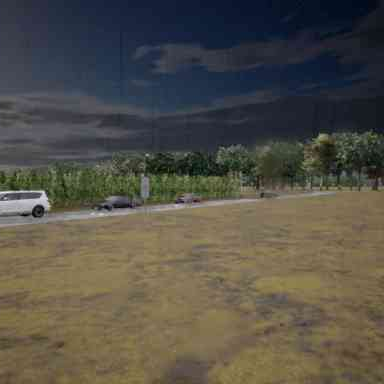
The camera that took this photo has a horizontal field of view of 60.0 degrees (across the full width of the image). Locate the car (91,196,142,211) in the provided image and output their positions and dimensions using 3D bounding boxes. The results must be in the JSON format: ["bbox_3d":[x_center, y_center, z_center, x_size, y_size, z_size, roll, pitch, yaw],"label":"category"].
[{"bbox_3d":[-7.300,1.066,32.744,2.033,1.411,5.357,0,1,35],"label":"car"}]

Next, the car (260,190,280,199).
[{"bbox_3d":[13.406,0.411,56.991,1.882,1.535,5.008,0,1,35],"label":"car"}]

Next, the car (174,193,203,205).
[{"bbox_3d":[-0.417,0.861,42.477,1.994,1.385,4.181,0,1,36],"label":"car"}]

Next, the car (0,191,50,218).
[{"bbox_3d":[-13.248,0.933,24.309,2.150,2.045,5.566,0,1,35],"label":"car"}]
